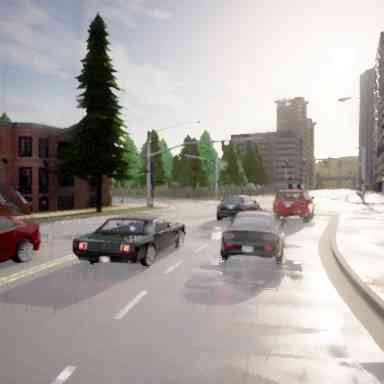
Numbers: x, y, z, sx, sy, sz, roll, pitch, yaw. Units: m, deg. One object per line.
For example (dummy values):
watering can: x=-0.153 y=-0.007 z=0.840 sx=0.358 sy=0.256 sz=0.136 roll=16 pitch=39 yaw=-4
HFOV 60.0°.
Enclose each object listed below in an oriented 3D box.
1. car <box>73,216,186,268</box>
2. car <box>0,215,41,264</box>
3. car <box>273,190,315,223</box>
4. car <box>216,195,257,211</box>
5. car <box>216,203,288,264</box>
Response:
car: x=-1.651 y=1.404 z=10.675 sx=1.895 sy=1.301 sz=4.718 roll=1 pitch=1 yaw=15
car: x=-5.994 y=1.302 z=8.357 sx=1.882 sy=1.535 sz=5.008 roll=0 pitch=1 yaw=12
car: x=6.859 y=0.859 z=22.322 sx=2.150 sy=2.045 sz=5.566 roll=1 pitch=1 yaw=25
car: x=3.281 y=0.966 z=22.813 sx=2.097 sy=1.767 sz=4.553 roll=1 pitch=1 yaw=24
car: x=2.172 y=1.337 z=11.189 sx=1.812 sy=1.442 sz=4.674 roll=0 pitch=1 yaw=17
